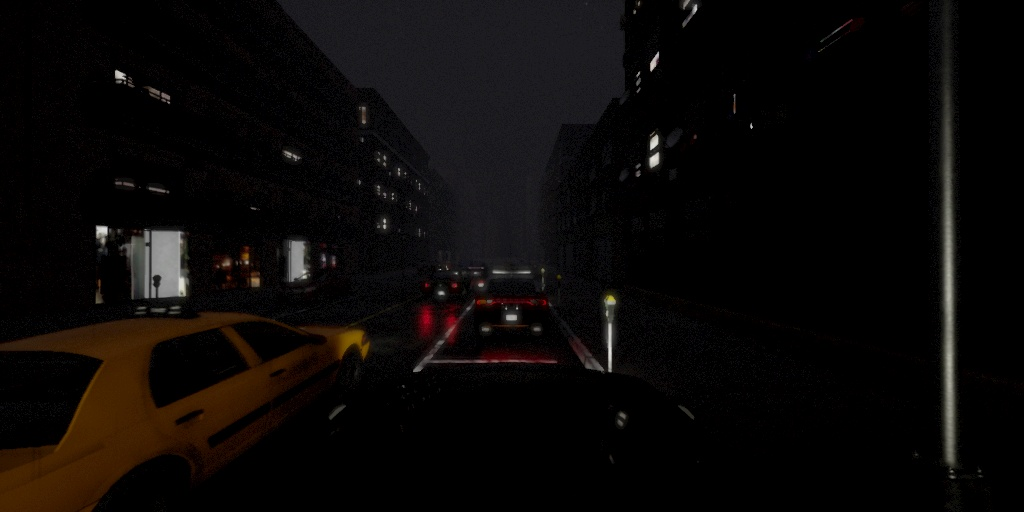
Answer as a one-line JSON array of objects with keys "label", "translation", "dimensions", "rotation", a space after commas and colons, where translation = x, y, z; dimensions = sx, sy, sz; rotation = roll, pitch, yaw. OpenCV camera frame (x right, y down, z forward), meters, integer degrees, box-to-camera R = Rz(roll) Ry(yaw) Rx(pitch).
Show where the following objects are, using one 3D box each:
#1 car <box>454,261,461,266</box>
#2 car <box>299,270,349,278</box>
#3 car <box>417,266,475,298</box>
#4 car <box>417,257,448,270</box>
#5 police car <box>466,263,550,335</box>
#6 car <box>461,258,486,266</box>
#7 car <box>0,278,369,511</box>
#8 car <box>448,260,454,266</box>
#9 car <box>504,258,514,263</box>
[{"label": "car", "translation": [-6.171, 1.226, 47.727], "dimensions": [1.882, 1.535, 5.008], "rotation": [0, 0, 0]}, {"label": "car", "translation": [-8.837, 1.333, 16.462], "dimensions": [1.802, 1.307, 4.207], "rotation": [0, 0, 0]}, {"label": "car", "translation": [-3.132, 1.352, 18.178], "dimensions": [1.895, 1.301, 4.718], "rotation": [0, 0, 0]}, {"label": "car", "translation": [-8.837, 1.064, 39.007], "dimensions": [2.192, 1.841, 5.009], "rotation": [0, 0, 0]}, {"label": "police car", "translation": [-0.011, 1.175, 10.609], "dimensions": [1.930, 1.638, 5.238], "rotation": [0, 0, 0]}, {"label": "car", "translation": [-3.129, 1.243, 33.436], "dimensions": [2.128, 1.511, 4.902], "rotation": [0, 0, 0]}, {"label": "car", "translation": [-3.145, 1.206, 3.518], "dimensions": [1.801, 1.575, 5.366], "rotation": [0, 0, 0]}, {"label": "car", "translation": [-8.837, 1.188, 44.643], "dimensions": [1.967, 1.591, 4.097], "rotation": [0, 0, 0]}, {"label": "car", "translation": [-0.456, 1.275, 39.173], "dimensions": [1.751, 1.417, 4.829], "rotation": [0, 0, 0]}]
